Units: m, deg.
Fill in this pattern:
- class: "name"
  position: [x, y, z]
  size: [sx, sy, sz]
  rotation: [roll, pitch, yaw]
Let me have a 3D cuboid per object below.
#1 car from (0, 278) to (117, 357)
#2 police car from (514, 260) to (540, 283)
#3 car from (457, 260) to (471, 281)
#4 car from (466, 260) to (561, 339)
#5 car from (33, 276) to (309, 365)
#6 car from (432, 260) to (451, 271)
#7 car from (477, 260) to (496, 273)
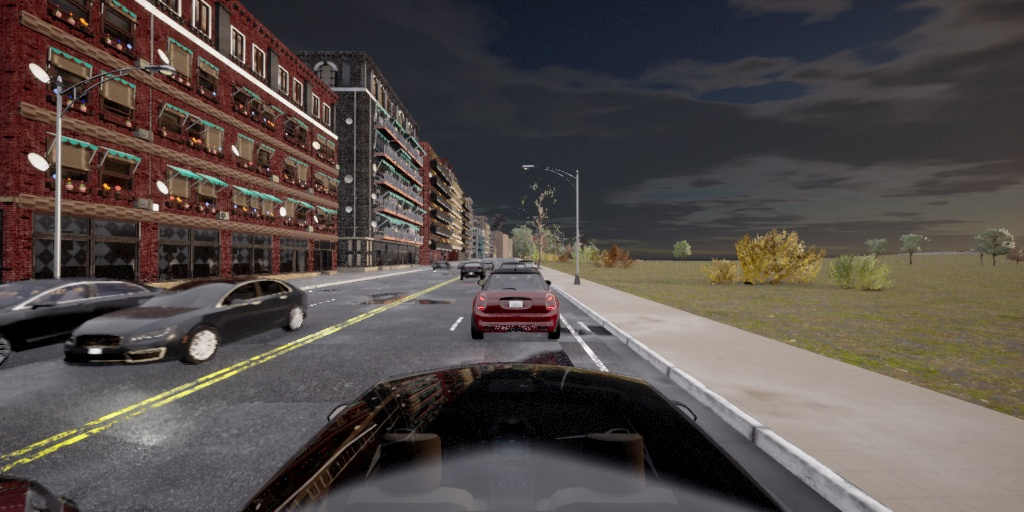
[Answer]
- class: "car"
  position: [-9.859, 1.242, 7.562]
  size: [2.128, 1.511, 4.902]
  rotation: [0, 0, 0]
- class: "police car"
  position: [1.104, 1.179, 29.464]
  size: [1.930, 1.638, 5.238]
  rotation: [0, 0, 0]
- class: "car"
  position: [-3.185, 1.232, 30.424]
  size: [1.882, 1.535, 5.008]
  rotation: [0, -1, 0]
- class: "car"
  position: [0.082, 1.104, 10.196]
  size: [2.097, 1.767, 4.553]
  rotation: [0, 0, 0]
- class: "car"
  position: [-6.610, 1.256, 8.109]
  size: [1.837, 1.490, 4.892]
  rotation: [0, 0, 0]
- class: "car"
  position: [-9.904, 1.317, 50.518]
  size: [1.994, 1.385, 4.181]
  rotation: [0, 0, 0]
- class: "car"
  position: [-3.198, 1.245, 45.317]
  size: [2.128, 1.511, 4.902]
  rotation: [0, 0, 0]
